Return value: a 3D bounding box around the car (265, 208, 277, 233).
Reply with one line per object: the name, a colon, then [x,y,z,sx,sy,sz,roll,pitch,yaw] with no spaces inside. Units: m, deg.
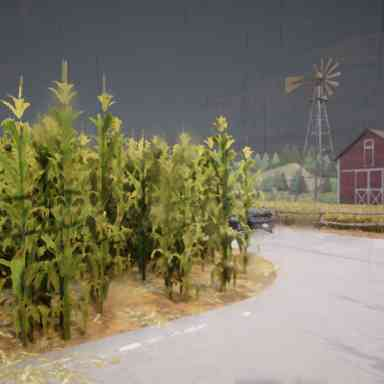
car: [2.985,1.521,19.185,1.837,1.490,4.892,-3,0,-18]
